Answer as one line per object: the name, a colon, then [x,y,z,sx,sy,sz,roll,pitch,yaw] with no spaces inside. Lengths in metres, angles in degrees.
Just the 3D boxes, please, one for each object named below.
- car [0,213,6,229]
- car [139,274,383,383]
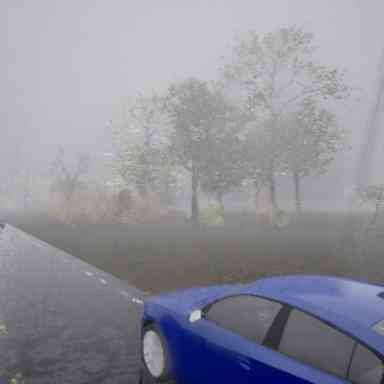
car: [-17.247,2.420,28.648,2.033,1.411,5.357,2,-3,-34]
car: [1.170,1.630,3.466,1.882,1.535,5.008,2,-3,-35]
